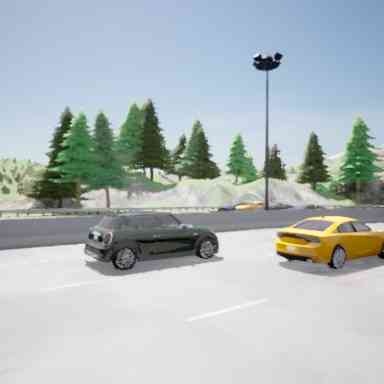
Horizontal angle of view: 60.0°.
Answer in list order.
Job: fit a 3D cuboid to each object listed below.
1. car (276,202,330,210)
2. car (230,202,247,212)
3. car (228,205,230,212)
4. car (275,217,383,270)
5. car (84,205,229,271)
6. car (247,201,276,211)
[{"bbox_3d":[11.030,1.862,31.858,5.357,1.411,2.033,1,-1,-26],"label":"car"},{"bbox_3d":[7.203,1.819,37.736,5.008,1.535,1.882,1,-1,-27],"label":"car"},{"bbox_3d":[5.919,1.908,41.020,5.357,1.411,2.033,1,-1,-27],"label":"car"},{"bbox_3d":[5.064,1.598,11.614,5.008,1.535,1.882,1,0,-35],"label":"car"},{"bbox_3d":[-1.220,1.437,11.458,4.553,1.767,2.097,1,-1,-35],"label":"car"},{"bbox_3d":[8.658,1.816,34.547,4.902,1.511,2.128,1,-1,-27],"label":"car"}]
